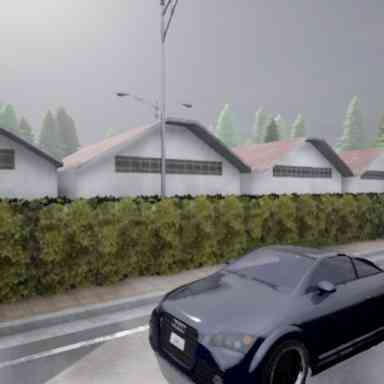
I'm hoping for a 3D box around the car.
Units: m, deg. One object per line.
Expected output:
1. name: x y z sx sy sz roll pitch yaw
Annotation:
1. car: 1.480 1.537 4.974 4.181 1.385 1.994 0 0 -34
